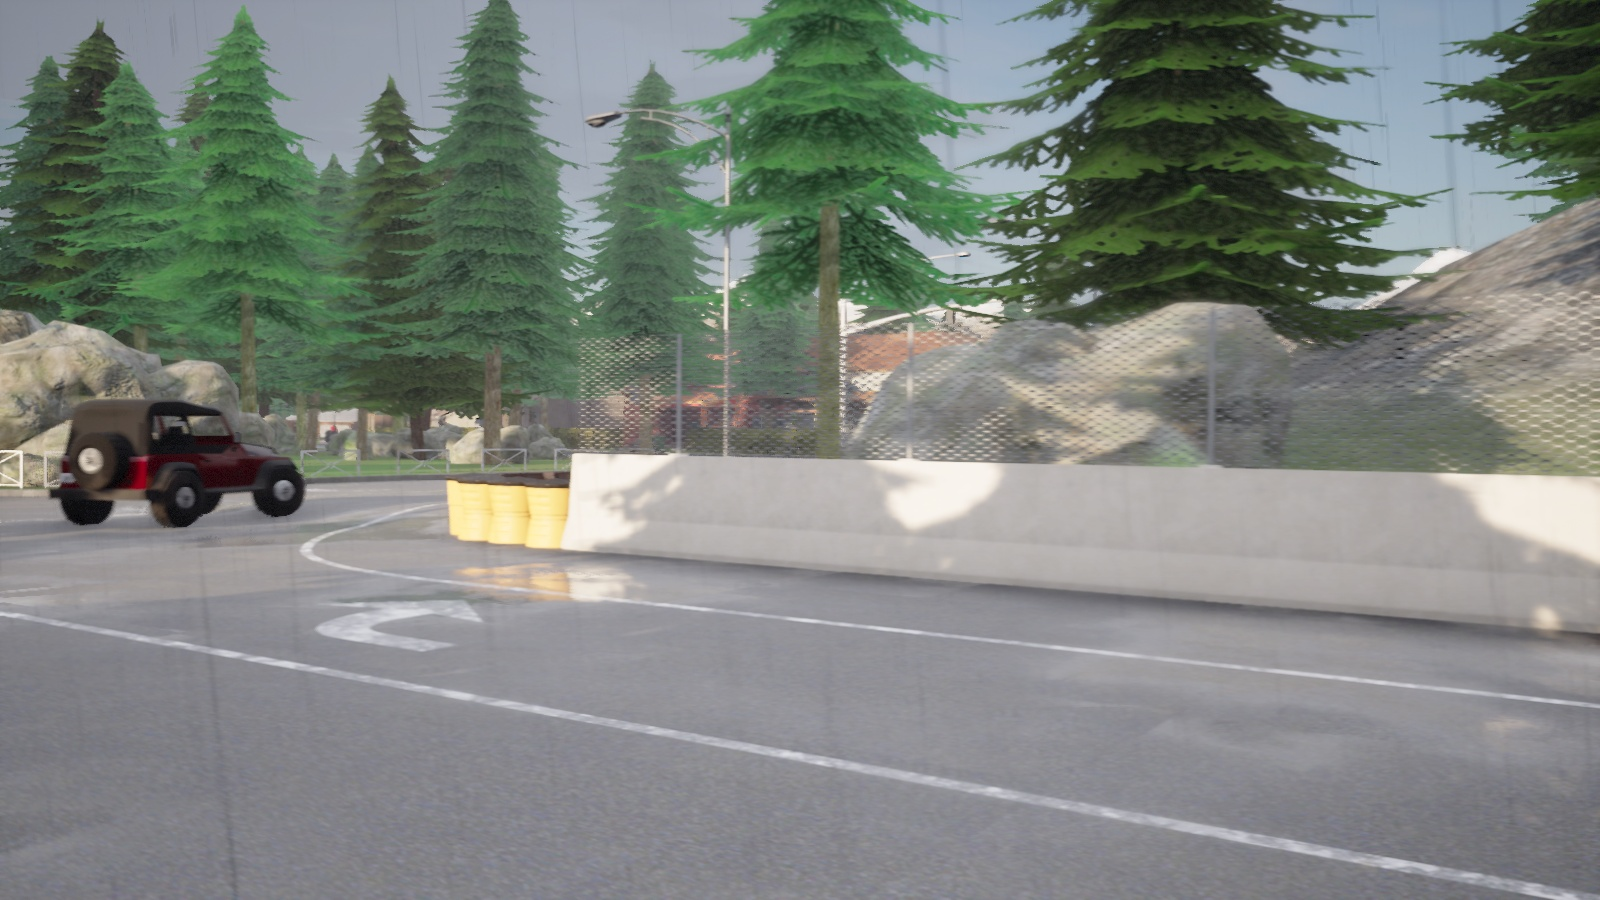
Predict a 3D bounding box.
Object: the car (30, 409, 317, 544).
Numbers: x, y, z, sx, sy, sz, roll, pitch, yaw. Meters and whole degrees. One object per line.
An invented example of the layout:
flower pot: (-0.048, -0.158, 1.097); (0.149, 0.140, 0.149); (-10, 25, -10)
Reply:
car: (-9.588, 0.345, 19.601); (1.905, 1.878, 3.866); (-1, 1, 14)
